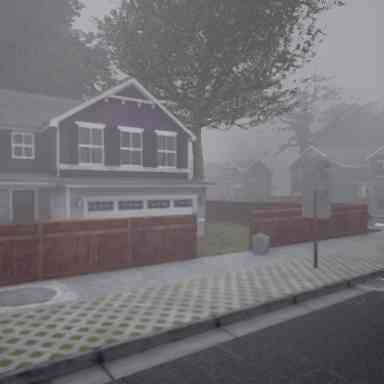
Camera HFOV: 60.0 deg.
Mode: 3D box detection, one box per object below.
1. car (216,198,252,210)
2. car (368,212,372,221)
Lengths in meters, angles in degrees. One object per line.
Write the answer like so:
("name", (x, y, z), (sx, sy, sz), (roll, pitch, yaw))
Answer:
("car", (4.000, 1.413, 33.923), (1.837, 1.490, 4.892), (-1, 1, -36))
("car", (10.880, 1.519, 24.478), (1.994, 1.385, 4.181), (-1, 1, -36))
